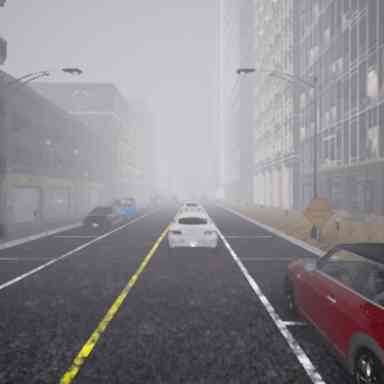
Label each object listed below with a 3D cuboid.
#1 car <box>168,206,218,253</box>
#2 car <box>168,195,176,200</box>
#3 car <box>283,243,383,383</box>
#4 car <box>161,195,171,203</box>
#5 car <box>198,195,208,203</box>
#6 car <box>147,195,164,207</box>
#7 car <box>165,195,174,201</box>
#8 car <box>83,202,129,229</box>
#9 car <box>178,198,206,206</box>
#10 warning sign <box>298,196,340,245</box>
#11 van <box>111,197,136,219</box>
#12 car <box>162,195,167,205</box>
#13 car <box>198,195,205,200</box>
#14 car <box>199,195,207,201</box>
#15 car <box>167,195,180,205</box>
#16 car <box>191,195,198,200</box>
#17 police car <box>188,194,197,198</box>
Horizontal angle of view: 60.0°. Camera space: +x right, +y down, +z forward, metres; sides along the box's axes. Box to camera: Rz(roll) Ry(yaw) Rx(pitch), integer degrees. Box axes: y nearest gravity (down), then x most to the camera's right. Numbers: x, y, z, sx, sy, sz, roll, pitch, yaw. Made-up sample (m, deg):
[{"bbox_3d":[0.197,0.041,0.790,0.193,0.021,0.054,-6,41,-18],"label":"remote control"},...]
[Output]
[{"bbox_3d":[0.050,1.527,13.527,1.812,1.442,4.674,0,0,1],"label":"car"},{"bbox_3d":[-5.689,1.611,95.174,1.947,1.339,4.313,0,0,0],"label":"car"},{"bbox_3d":[2.690,1.441,4.796,1.967,1.590,4.097,0,0,0],"label":"car"},{"bbox_3d":[-5.689,1.465,72.580,1.967,1.590,4.097,0,0,0],"label":"car"},{"bbox_3d":[2.691,1.551,72.750,1.752,1.417,4.829,0,0,0],"label":"car"},{"bbox_3d":[-5.690,1.590,49.985,1.802,1.307,4.206,0,0,0],"label":"car"},{"bbox_3d":[-5.689,1.584,83.877,2.008,1.369,4.403,0,0,0],"label":"car"},{"bbox_3d":[-5.691,1.568,21.743,1.947,1.339,4.313,0,0,0],"label":"car"},{"bbox_3d":[0.050,1.528,28.650,1.812,1.442,4.674,0,0,0],"label":"car"},{"bbox_3d":[5.068,1.117,13.386,1.300,1.860,1.060,0,0,0],"label":"warning sign"},{"bbox_3d":[-5.690,1.343,27.392,1.690,1.788,3.998,0,0,0],"label":"van"},{"bbox_3d":[-5.689,1.594,55.634,1.802,1.307,4.206,0,0,0],"label":"car"},{"bbox_3d":[2.692,1.612,95.174,1.947,1.339,4.313,0,0,0],"label":"car"},{"bbox_3d":[2.691,1.585,83.877,2.008,1.369,4.403,0,0,0],"label":"car"},{"bbox_3d":[-3.053,1.540,58.063,1.812,1.442,4.674,0,0,0],"label":"car"},{"bbox_3d":[0.783,1.549,93.406,1.837,1.490,4.892,0,0,1],"label":"car"},{"bbox_3d":[0.249,1.459,83.375,1.930,1.638,5.238,0,0,-18],"label":"police car"}]
